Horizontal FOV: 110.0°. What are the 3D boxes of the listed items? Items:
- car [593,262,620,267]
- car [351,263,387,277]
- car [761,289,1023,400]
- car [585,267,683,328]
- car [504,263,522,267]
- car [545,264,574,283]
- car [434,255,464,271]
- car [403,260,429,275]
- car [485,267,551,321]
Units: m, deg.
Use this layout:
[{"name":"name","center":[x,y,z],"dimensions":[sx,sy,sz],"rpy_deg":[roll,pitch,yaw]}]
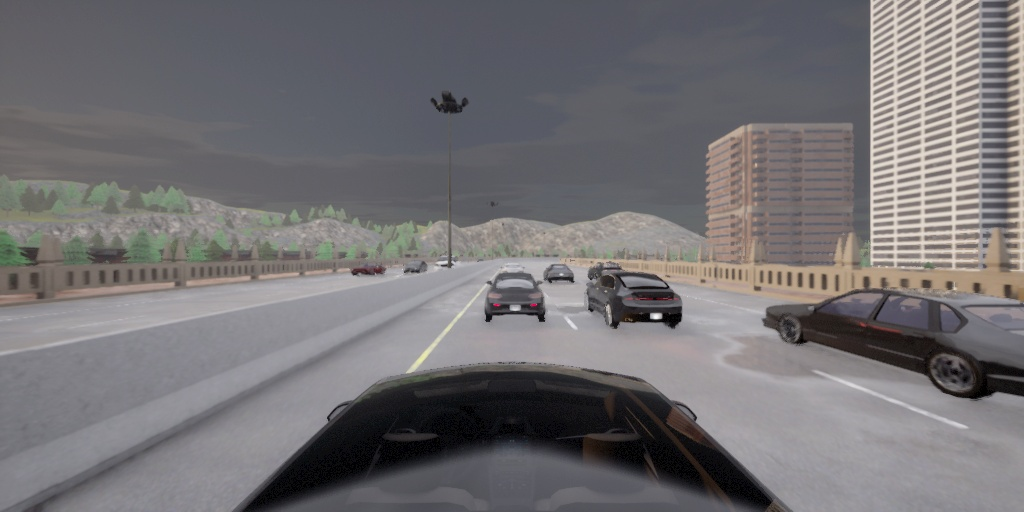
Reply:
[{"name":"car","center":[7.082,1.231,27.307],"dimensions":[2.128,1.511,4.902],"rpy_deg":[0,0,0]},{"name":"car","center":[-14.119,1.343,35.498],"dimensions":[1.895,1.301,4.718],"rpy_deg":[0,0,0]},{"name":"car","center":[7.098,1.294,6.386],"dimensions":[2.033,1.411,5.357],"rpy_deg":[0,0,0]},{"name":"car","center":[3.593,1.251,11.356],"dimensions":[1.837,1.490,4.892],"rpy_deg":[0,0,0]},{"name":"car","center":[0.068,1.266,28.413],"dimensions":[1.812,1.442,4.674],"rpy_deg":[0,0,0]},{"name":"car","center":[3.583,1.304,27.913],"dimensions":[1.994,1.385,4.181],"rpy_deg":[0,0,0]},{"name":"car","center":[-7.118,0.959,40.068],"dimensions":[2.150,2.045,5.566],"rpy_deg":[0,0,0]},{"name":"car","center":[-10.616,1.244,39.911],"dimensions":[1.837,1.490,4.892],"rpy_deg":[0,0,0]},{"name":"car","center":[0.092,1.272,12.259],"dimensions":[1.812,1.442,4.674],"rpy_deg":[0,0,0]}]
